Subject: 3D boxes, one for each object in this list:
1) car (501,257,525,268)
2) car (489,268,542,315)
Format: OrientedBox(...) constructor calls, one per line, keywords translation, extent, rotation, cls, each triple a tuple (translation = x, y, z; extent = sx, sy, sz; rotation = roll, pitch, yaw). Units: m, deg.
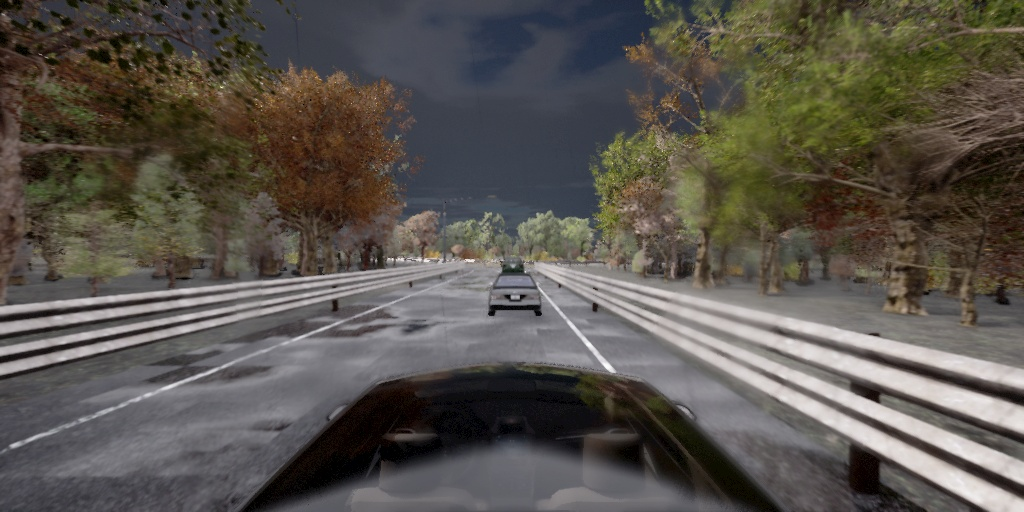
OrientedBox(translation=(0.102, 1.102, 36.292), extent=(2.150, 2.045, 5.566), rotation=(0, 0, 0), cls="car")
OrientedBox(translation=(0.099, 1.344, 13.747), extent=(2.033, 1.411, 5.357), rotation=(0, 0, 0), cls="car")
